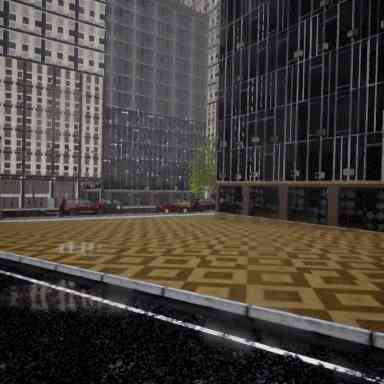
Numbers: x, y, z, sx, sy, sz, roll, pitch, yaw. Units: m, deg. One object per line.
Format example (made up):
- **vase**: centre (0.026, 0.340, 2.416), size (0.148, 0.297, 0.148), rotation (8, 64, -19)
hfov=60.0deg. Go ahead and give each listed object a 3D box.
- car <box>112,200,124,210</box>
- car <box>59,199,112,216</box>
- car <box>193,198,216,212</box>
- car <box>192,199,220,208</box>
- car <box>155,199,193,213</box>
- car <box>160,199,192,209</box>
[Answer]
- **car**: centre (-11.667, 1.721, 46.011), size (4.403, 1.369, 2.008), rotation (1, 1, -34)
- **car**: centre (-11.888, 1.645, 36.303), size (5.009, 1.841, 2.192), rotation (1, 1, -34)
- **car**: centre (2.142, 1.782, 45.913), size (5.009, 1.841, 2.192), rotation (1, 1, -34)
- **car**: centre (2.364, 1.873, 55.621), size (4.313, 1.339, 1.947), rotation (1, 1, -34)
- **car**: centre (-2.540, 1.966, 42.714), size (4.507, 1.381, 1.887), rotation (1, 1, -34)
- **car**: centre (-2.453, 1.785, 52.321), size (4.829, 1.417, 1.752), rotation (1, 1, -34)
